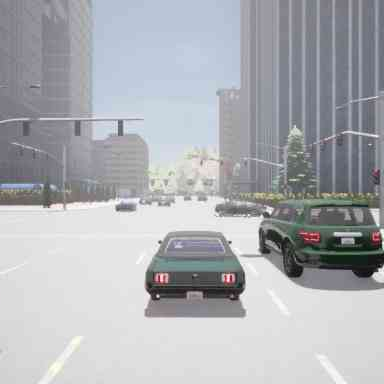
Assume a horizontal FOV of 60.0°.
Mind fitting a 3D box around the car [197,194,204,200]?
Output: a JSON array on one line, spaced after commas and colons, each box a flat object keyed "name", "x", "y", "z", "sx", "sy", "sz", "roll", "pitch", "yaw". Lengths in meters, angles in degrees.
[{"name": "car", "x": 2.227, "y": 1.386, "z": 89.046, "sx": 1.882, "sy": 1.535, "sz": 5.008, "roll": 0, "pitch": 0, "yaw": -1}]

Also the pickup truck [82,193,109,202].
[{"name": "pickup truck", "x": -21.173, "y": 1.058, "z": 73.355, "sx": 2.390, "sy": 2.098, "sz": 6.274, "roll": 0, "pitch": 0, "yaw": 30}]

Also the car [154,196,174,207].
[{"name": "car", "x": -4.340, "y": 1.491, "z": 52.258, "sx": 2.128, "sy": 1.511, "sz": 4.902, "roll": 0, "pitch": 0, "yaw": -1}]

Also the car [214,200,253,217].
[{"name": "car", "x": 4.395, "y": 1.491, "z": 30.045, "sx": 4.902, "sy": 1.511, "sz": 2.128, "roll": 0, "pitch": 0, "yaw": 27}]

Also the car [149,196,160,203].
[{"name": "car", "x": -8.023, "y": 1.552, "z": 71.376, "sx": 1.994, "sy": 1.385, "sz": 4.181, "roll": 0, "pitch": 0, "yaw": -1}]

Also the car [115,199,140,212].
[{"name": "car", "x": -7.597, "y": 1.601, "z": 38.511, "sx": 1.895, "sy": 1.301, "sz": 4.718, "roll": 0, "pitch": 0, "yaw": -1}]

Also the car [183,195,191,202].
[{"name": "car", "x": -1.122, "y": 1.500, "z": 78.496, "sx": 1.837, "sy": 1.490, "sz": 4.892, "roll": 0, "pitch": 0, "yaw": -1}]

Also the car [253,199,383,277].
[{"name": "car", "x": 3.585, "y": 1.221, "z": 10.330, "sx": 2.150, "sy": 2.045, "sz": 5.566, "roll": 0, "pitch": 0, "yaw": 0}]

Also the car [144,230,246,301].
[{"name": "car", "x": 0.074, "y": 1.601, "z": 8.301, "sx": 1.895, "sy": 1.301, "sz": 4.718, "roll": 0, "pitch": 0, "yaw": 0}]

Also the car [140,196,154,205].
[{"name": "car", "x": -7.889, "y": 1.492, "z": 56.371, "sx": 2.128, "sy": 1.511, "sz": 4.902, "roll": 0, "pitch": 0, "yaw": -1}]

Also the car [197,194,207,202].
[{"name": "car", "x": 2.373, "y": 1.348, "z": 78.765, "sx": 2.097, "sy": 1.767, "sz": 4.553, "roll": 0, "pitch": 0, "yaw": -1}]
